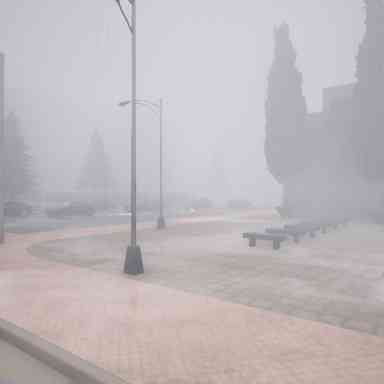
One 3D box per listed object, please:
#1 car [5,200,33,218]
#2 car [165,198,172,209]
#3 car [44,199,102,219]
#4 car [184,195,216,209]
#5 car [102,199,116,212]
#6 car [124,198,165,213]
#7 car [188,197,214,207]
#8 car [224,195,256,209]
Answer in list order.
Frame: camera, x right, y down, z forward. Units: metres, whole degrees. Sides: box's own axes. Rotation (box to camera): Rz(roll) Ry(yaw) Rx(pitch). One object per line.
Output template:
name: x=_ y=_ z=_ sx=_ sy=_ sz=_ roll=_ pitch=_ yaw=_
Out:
car: x=-16.239 y=1.505 z=28.491 sx=1.837 sy=1.490 sz=4.892 roll=0 pitch=0 yaw=39
car: x=-4.688 y=1.505 z=43.390 sx=1.837 sy=1.490 sz=4.892 roll=0 pitch=0 yaw=38
car: x=-10.774 y=1.526 z=29.736 sx=1.812 sy=1.442 sz=4.674 roll=0 pitch=0 yaw=37
car: x=0.873 y=1.505 z=44.860 sx=1.837 sy=1.490 sz=4.892 roll=0 pitch=0 yaw=38
car: x=-10.454 y=1.491 z=35.918 sx=2.128 sy=1.511 sz=4.902 roll=0 pitch=0 yaw=38
car: x=-5.469 y=1.564 z=36.640 sx=1.994 sy=1.385 sz=4.181 roll=0 pitch=0 yaw=38
car: x=1.464 y=1.564 z=51.329 sx=1.994 sy=1.385 sz=4.181 roll=0 pitch=0 yaw=38
car: x=6.706 y=1.564 z=46.389 sx=1.994 sy=1.385 sz=4.181 roll=0 pitch=0 yaw=38
